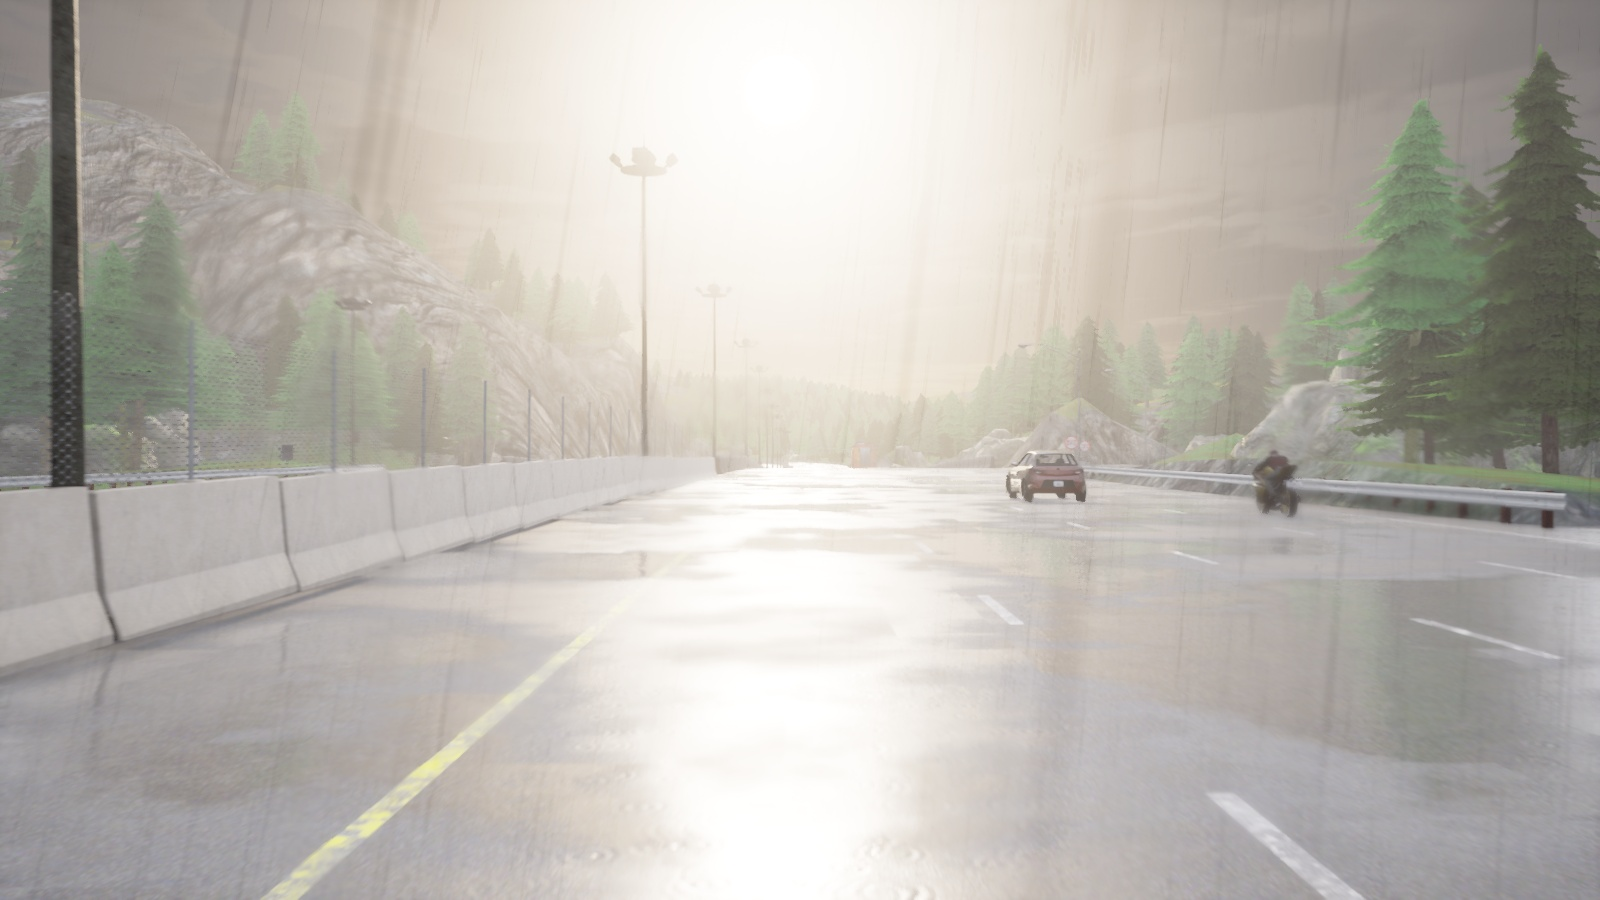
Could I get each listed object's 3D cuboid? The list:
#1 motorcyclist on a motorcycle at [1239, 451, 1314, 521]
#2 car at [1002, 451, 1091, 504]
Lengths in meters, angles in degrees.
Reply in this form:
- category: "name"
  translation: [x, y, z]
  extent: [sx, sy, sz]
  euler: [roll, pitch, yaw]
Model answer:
- category: "motorcyclist on a motorcycle"
  translation: [10.676, 0.777, 28.231]
  extent: [0.866, 1.530, 2.191]
  euler: [0, 0, 0]
- category: "car"
  translation: [7.227, 0.759, 37.175]
  extent: [1.816, 1.474, 4.193]
  euler: [0, 0, 0]
